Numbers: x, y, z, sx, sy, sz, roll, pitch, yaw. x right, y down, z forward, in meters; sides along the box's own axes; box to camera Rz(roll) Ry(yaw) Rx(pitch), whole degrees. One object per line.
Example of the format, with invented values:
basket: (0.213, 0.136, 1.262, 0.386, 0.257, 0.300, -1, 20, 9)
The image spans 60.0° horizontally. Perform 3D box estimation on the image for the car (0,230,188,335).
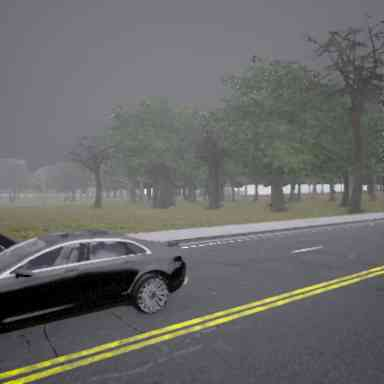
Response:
car: (-2.374, 1.490, 5.984, 4.902, 1.511, 2.128, 0, 0, -36)

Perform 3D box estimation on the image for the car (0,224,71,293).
car: (-5.505, 1.610, 7.739, 4.718, 1.301, 1.895, 0, 0, -36)
